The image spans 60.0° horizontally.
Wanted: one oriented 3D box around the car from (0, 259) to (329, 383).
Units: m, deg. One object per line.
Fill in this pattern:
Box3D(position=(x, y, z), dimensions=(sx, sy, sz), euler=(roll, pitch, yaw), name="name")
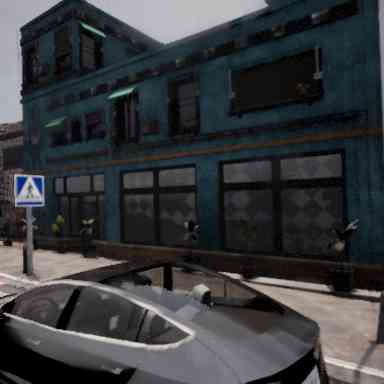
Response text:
Box3D(position=(-0.977, 1.587, 3.949), dimensions=(4.792, 1.488, 2.163), euler=(-1, -1, 36), name="car")
